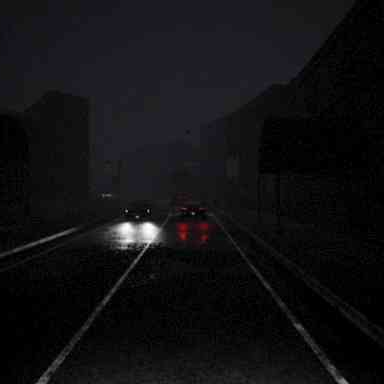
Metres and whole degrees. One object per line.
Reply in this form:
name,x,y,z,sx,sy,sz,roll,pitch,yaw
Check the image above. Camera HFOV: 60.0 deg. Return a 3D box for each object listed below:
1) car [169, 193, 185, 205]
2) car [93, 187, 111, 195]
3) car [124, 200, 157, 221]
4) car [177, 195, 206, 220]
car,-1.745,0.821,41.474,2.128,1.511,4.902,1,1,-12
car,-17.291,-0.238,63.760,1.994,1.385,4.181,2,1,-43
car,-3.687,1.303,24.377,1.895,1.301,4.718,0,1,-1
car,0.024,1.222,24.806,1.812,1.442,4.674,0,1,-1
